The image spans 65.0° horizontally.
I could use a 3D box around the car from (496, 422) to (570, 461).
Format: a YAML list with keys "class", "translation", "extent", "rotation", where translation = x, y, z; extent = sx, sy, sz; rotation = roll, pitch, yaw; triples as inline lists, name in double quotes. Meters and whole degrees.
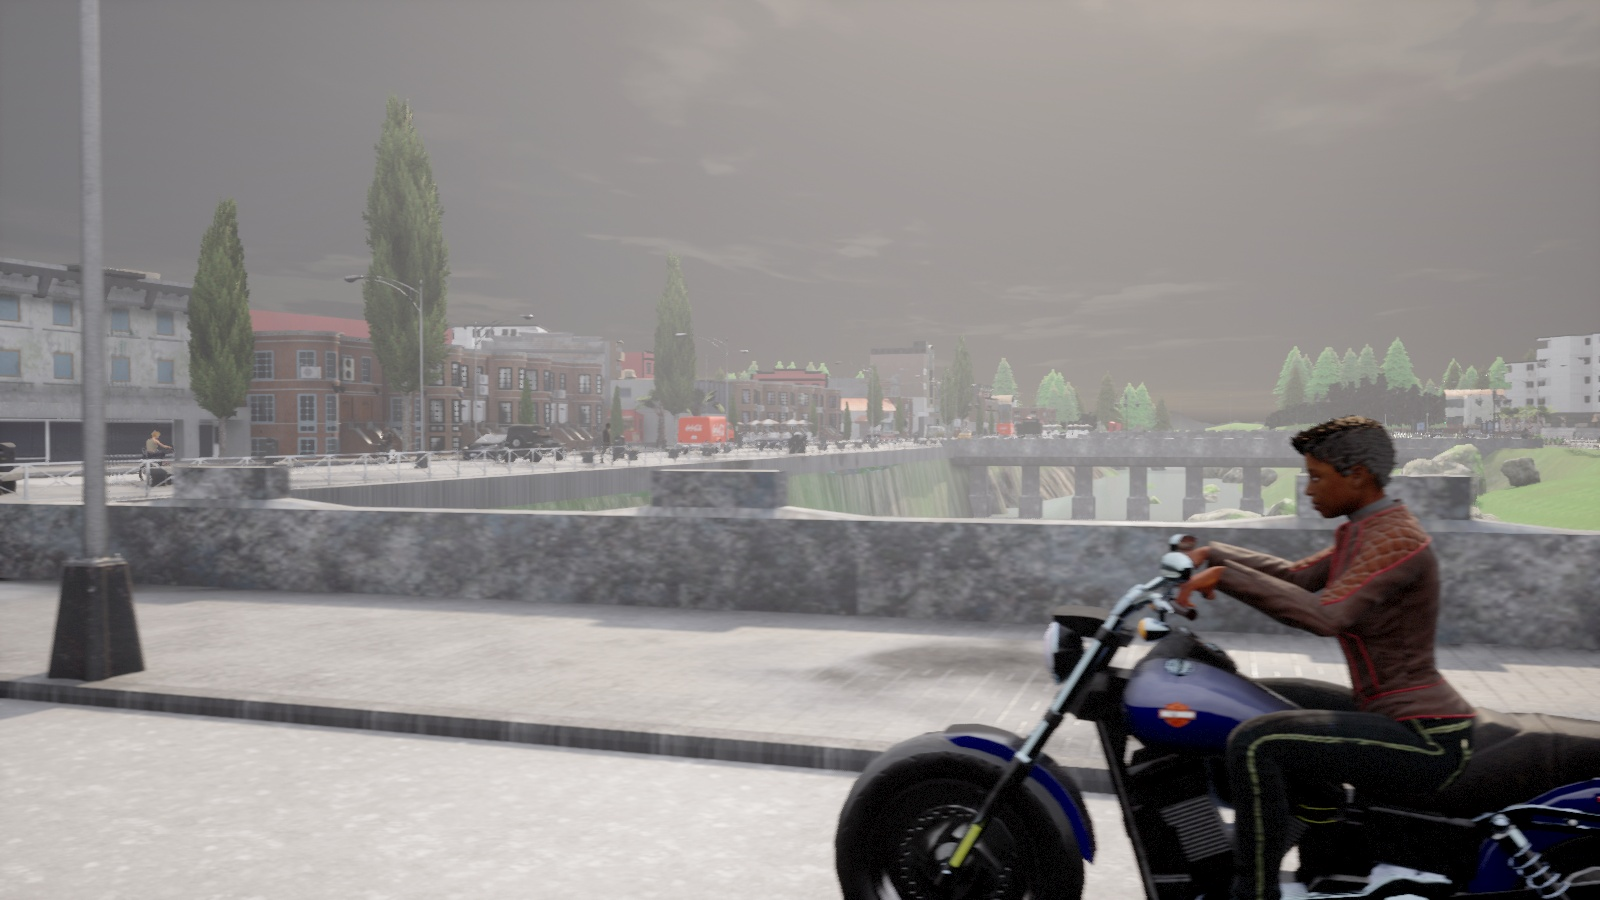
- class: "car"
  translation: [-13.269, -0.432, 62.712]
  extent: [1.905, 1.878, 3.866]
  rotation: [1, 1, 19]

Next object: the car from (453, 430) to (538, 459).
- class: "car"
  translation: [-16.119, -0.304, 66.792]
  extent: [2.163, 1.488, 4.792]
  rotation: [1, 1, 19]

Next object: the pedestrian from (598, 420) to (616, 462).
- class: "pedestrian"
  translation: [-8.560, -0.388, 55.703]
  extent: [0.431, 1.840, 0.703]
  rotation: [1, 1, 44]

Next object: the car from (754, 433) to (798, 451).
- class: "car"
  translation: [-1.820, -0.630, 96.779]
  extent: [1.895, 1.301, 4.718]
  rotation: [1, 1, 19]

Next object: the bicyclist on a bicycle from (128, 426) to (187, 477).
- class: "bicyclist on a bicycle"
  translation: [-20.724, 0.036, 40.530]
  extent: [0.866, 1.612, 1.509]
  rotation: [1, 1, 19]

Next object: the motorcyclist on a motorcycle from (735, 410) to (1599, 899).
- class: "motorcyclist on a motorcycle"
  translation: [1.060, 0.727, 3.363]
  extent: [2.350, 1.649, 0.766]
  rotation: [0, 1, 19]

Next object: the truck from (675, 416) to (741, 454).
- class: "truck"
  translation: [-6.113, -1.028, 83.993]
  extent: [2.627, 2.467, 5.204]
  rotation: [1, 1, 19]
